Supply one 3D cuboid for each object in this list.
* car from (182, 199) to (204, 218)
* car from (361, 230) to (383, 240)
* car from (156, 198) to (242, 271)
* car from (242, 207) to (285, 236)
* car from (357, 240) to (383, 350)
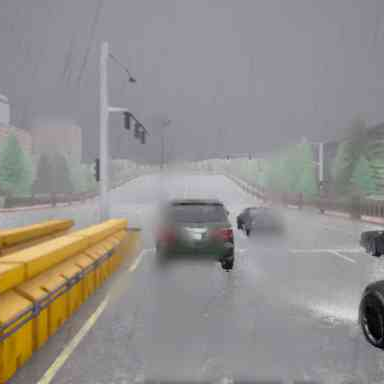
[{"bbox_3d":[0.093,1.493,31.125,1.837,1.490,4.892,0,0,0],"label":"car"},{"bbox_3d":[7.099,1.544,9.871,2.033,1.411,5.357,0,0,0],"label":"car"},{"bbox_3d":[0.097,1.217,11.077,2.150,2.045,5.566,0,0,0],"label":"car"},{"bbox_3d":[3.596,1.541,18.235,2.033,1.411,5.357,0,0,0],"label":"car"},{"bbox_3d":[3.595,1.563,3.574,1.994,1.385,4.181,0,0,0],"label":"car"}]
